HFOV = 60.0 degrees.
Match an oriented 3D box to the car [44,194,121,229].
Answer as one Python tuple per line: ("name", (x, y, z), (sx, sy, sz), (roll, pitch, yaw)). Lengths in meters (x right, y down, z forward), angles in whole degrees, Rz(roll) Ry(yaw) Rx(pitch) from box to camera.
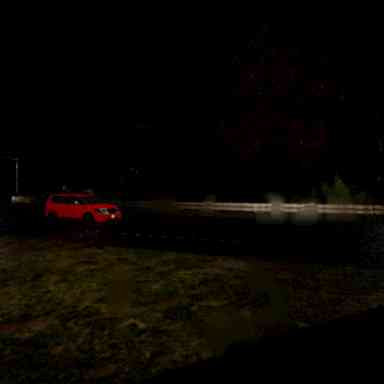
("car", (-7.282, 1.142, 21.903), (5.566, 2.045, 2.150), (0, 0, 30))
